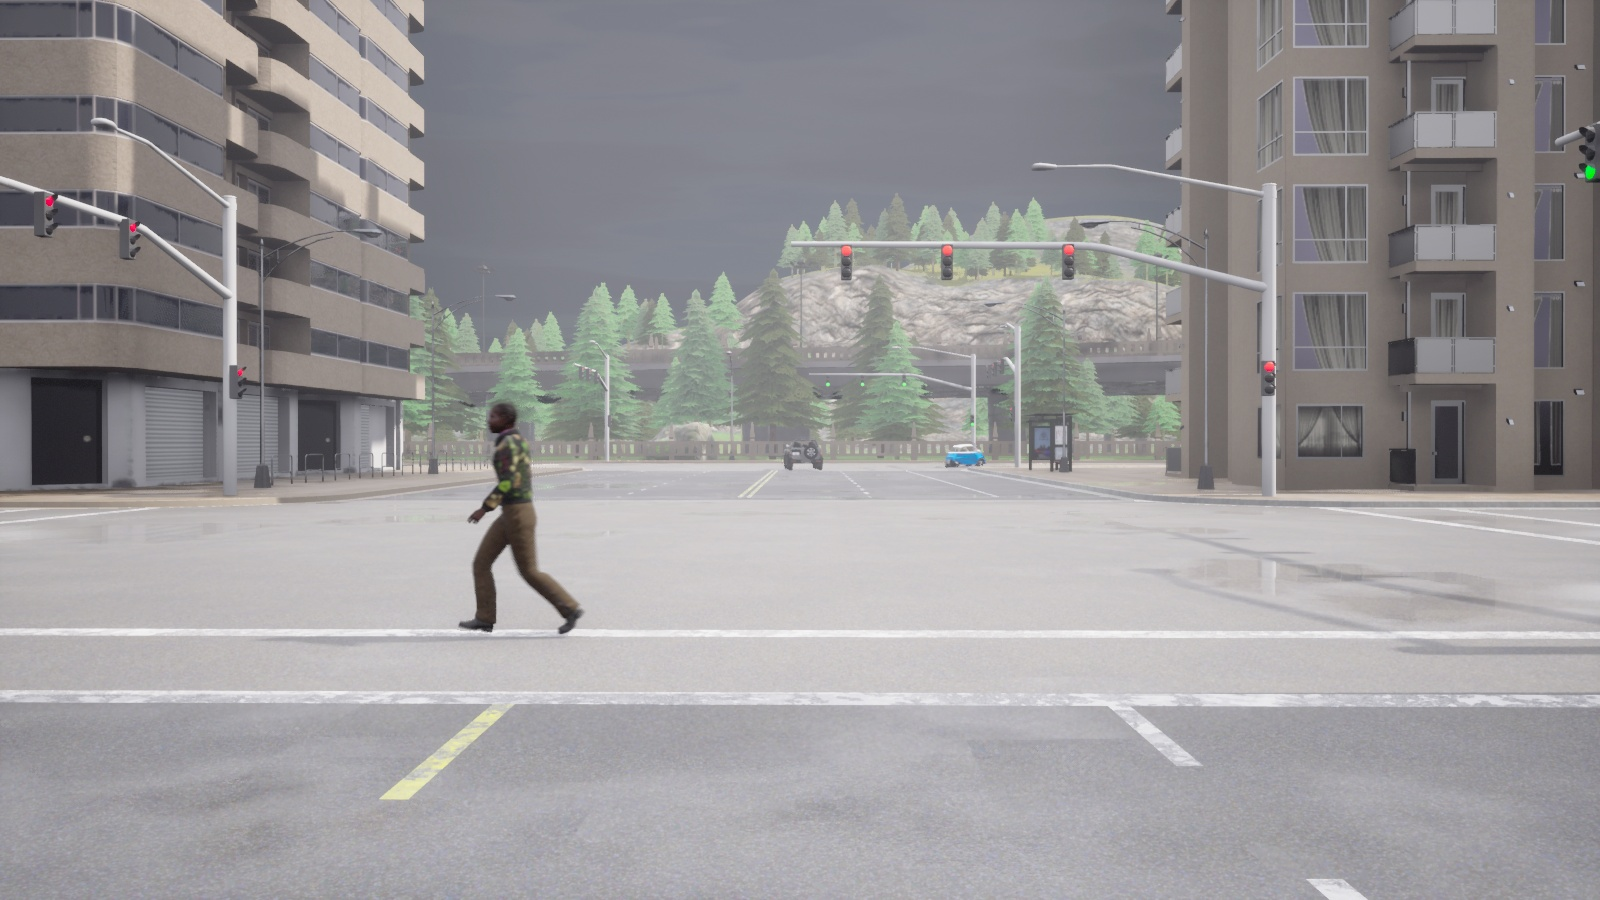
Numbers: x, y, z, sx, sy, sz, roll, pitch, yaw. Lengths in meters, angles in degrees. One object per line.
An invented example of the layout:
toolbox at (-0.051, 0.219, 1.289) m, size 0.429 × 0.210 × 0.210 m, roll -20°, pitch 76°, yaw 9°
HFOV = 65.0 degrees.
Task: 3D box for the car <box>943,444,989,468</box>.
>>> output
car at (9.792, 0.347, 73.980) m, size 2.207 × 1.376 × 1.481 m, roll -2°, pitch 1°, yaw -23°

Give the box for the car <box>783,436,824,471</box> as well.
car at (0.145, 0.163, 70.002) m, size 1.932 × 1.855 × 4.605 m, roll 0°, pitch 1°, yaw -4°

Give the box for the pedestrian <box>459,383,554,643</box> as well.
pedestrian at (-2.231, 0.470, 9.579) m, size 0.692 × 1.930 × 0.395 m, roll 0°, pitch 0°, yaw -11°
